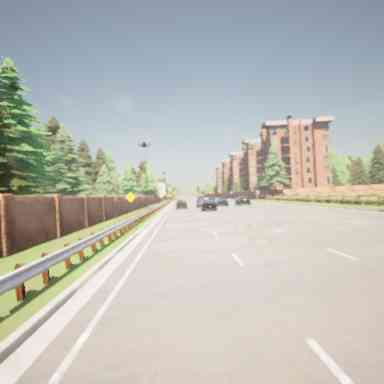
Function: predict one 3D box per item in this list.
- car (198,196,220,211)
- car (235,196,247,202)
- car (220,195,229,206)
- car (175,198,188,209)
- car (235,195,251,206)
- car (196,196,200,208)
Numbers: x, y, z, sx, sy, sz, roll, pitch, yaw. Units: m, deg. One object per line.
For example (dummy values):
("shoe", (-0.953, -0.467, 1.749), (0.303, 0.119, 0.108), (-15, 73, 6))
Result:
("car", (2.233, 1.739, 45.010), (1.882, 1.535, 5.008), (-3, -1, -2))
("car", (11.416, 1.592, 77.867), (1.812, 1.442, 4.674), (-3, 0, -2))
("car", (5.204, 1.741, 57.614), (1.812, 1.442, 4.674), (-3, 0, -2))
("car", (-1.723, 2.043, 55.776), (2.128, 1.511, 4.902), (-3, 0, -2))
("car", (8.702, 1.388, 57.434), (2.097, 1.767, 4.553), (-3, 0, -2))
("car", (1.706, 1.940, 57.656), (2.033, 1.411, 5.357), (-3, 0, -2))
